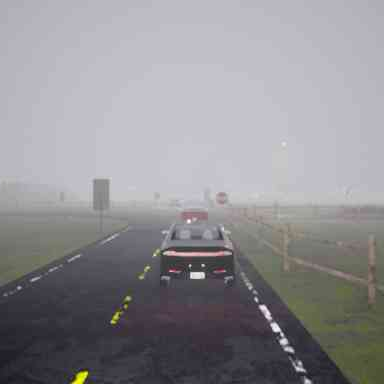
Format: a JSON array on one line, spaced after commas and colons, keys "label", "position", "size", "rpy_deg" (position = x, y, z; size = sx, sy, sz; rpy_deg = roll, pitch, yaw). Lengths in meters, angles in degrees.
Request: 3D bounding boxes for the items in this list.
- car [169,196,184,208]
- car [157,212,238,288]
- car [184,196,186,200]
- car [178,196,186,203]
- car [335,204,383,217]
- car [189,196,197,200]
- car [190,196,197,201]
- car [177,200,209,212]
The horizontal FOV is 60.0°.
[{"label": "car", "position": [-2.658, 1.723, 53.088], "size": [1.837, 1.490, 4.892], "rpy_deg": [0, 0, 0]}, {"label": "car", "position": [0.128, 1.531, 9.350], "size": [2.128, 1.511, 4.902], "rpy_deg": [0, 0, 0]}, {"label": "car", "position": [-2.520, 1.878, 68.101], "size": [1.895, 1.301, 4.718], "rpy_deg": [0, 0, 0]}, {"label": "car", "position": [-2.470, 1.802, 82.990], "size": [1.882, 1.535, 5.008], "rpy_deg": [0, 0, 0]}, {"label": "car", "position": [17.489, 1.896, 34.656], "size": [4.718, 1.301, 1.895], "rpy_deg": [0, 0, 1]}, {"label": "car", "position": [0.269, 1.913, 79.833], "size": [1.895, 1.301, 4.718], "rpy_deg": [0, 0, 0]}, {"label": "car", "position": [0.303, 1.721, 89.806], "size": [1.812, 1.442, 4.674], "rpy_deg": [0, 0, 0]}, {"label": "car", "position": [0.173, 1.574, 23.336], "size": [1.882, 1.535, 5.008], "rpy_deg": [0, 0, 0]}]
